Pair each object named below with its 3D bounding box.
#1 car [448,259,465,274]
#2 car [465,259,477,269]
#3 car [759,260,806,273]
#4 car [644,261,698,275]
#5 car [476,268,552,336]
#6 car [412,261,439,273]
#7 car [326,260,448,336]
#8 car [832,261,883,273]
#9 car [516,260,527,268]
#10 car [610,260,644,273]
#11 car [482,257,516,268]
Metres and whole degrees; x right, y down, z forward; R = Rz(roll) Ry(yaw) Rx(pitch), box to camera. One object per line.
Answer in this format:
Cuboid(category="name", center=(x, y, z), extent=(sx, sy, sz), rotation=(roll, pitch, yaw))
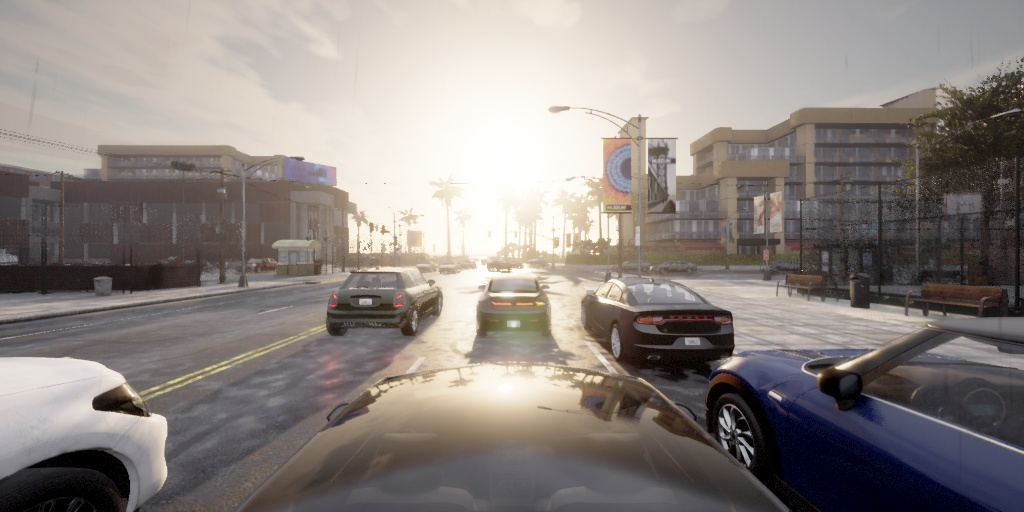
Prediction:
Cuboid(category="car", center=(-7.099, 1.297, 41.160), extent=(2.033, 1.411, 5.357), rotation=(0, 0, 0))
Cuboid(category="car", center=(-6.761, 1.351, 55.945), extent=(1.895, 1.301, 4.718), rotation=(0, 0, 4))
Cuboid(category="car", center=(32.125, 1.241, 42.575), extent=(4.902, 1.511, 2.128), rotation=(0, 0, 0))
Cuboid(category="car", center=(17.520, 1.241, 38.967), extent=(4.902, 1.511, 2.128), rotation=(0, 0, 0))
Cuboid(category="car", center=(0.057, 1.255, 10.348), extent=(1.837, 1.490, 4.892), rotation=(0, 0, 0))
Cuboid(category="car", center=(-10.577, 1.297, 44.437), extent=(2.033, 1.411, 5.357), rotation=(0, 0, 0))
Cuboid(category="car", center=(-3.441, 1.102, 10.594), extent=(2.097, 1.767, 4.553), rotation=(0, 0, 0))
Cuboid(category="car", center=(37.688, 1.242, 39.105), extent=(4.902, 1.511, 2.128), rotation=(0, 0, 0))
Cuboid(category="car", center=(0.892, 1.351, 60.565), extent=(1.895, 1.301, 4.718), rotation=(0, 0, 10))
Cuboid(category="car", center=(14.111, 1.241, 42.539), extent=(4.902, 1.511, 2.128), rotation=(0, 0, 1))
Cuboid(category="car", center=(-1.864, 1.241, 48.772), extent=(2.128, 1.511, 4.902), rotation=(0, 0, -27))
